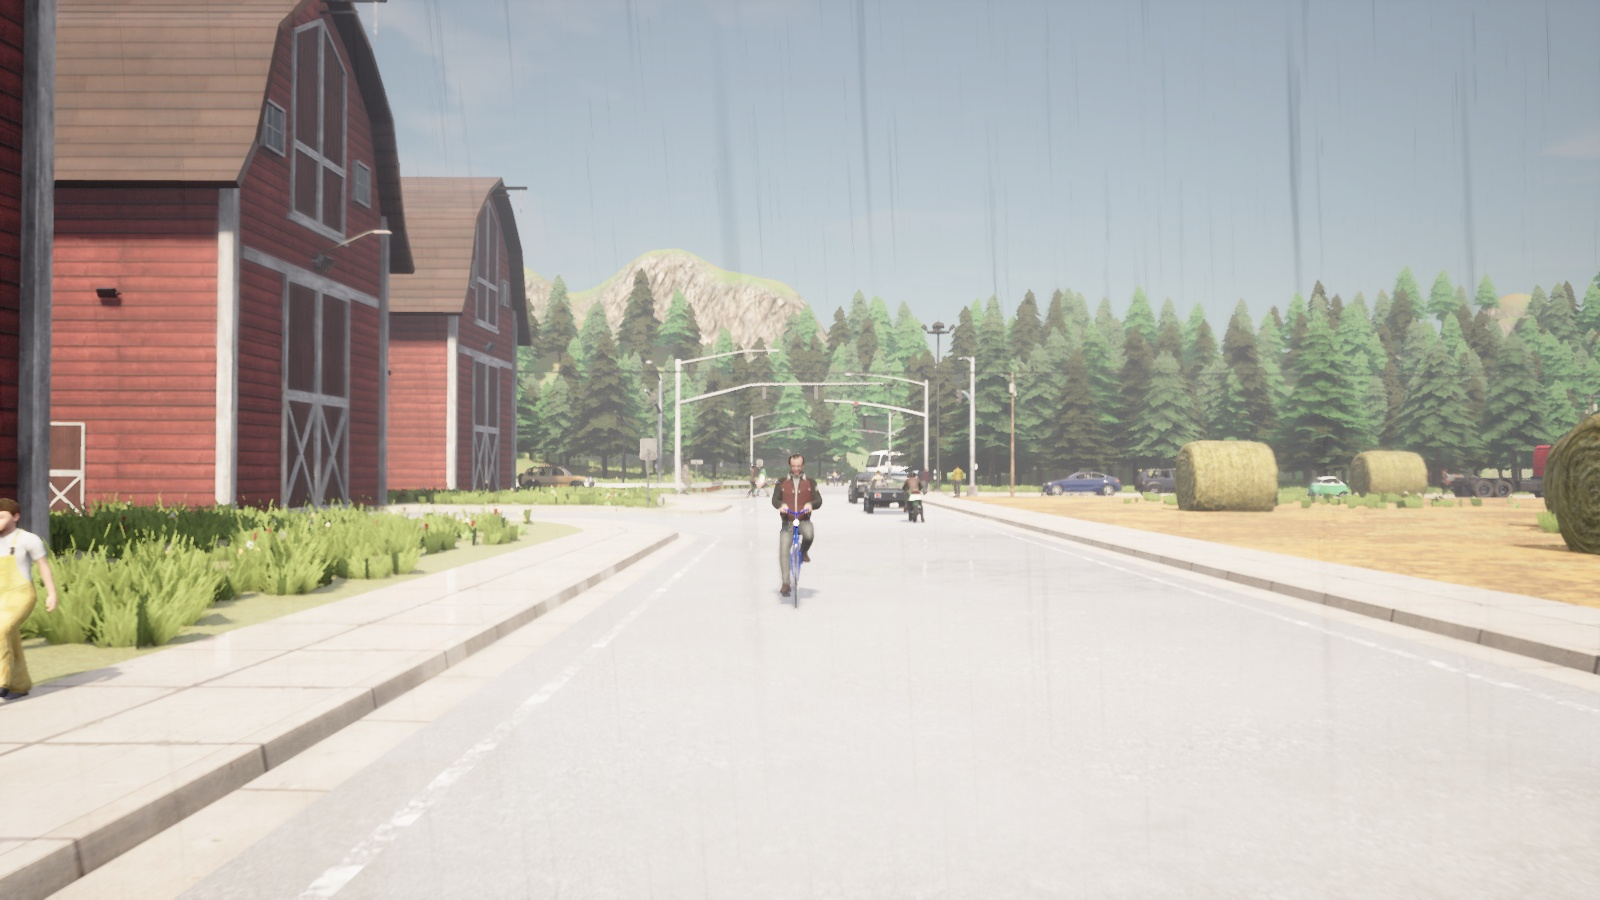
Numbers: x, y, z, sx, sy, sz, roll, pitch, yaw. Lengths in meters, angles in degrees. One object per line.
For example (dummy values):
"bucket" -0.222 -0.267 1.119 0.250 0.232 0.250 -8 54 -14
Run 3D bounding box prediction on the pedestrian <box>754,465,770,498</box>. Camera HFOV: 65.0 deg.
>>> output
"pedestrian" -2.235 1.845 73.707 0.873 1.952 0.659 0 -1 0

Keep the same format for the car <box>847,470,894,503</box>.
"car" 3.351 1.750 60.740 2.007 1.525 4.514 0 -1 0

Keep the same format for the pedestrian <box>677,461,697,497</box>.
"pedestrian" -6.192 1.558 68.730 0.873 1.952 0.659 0 -1 -26

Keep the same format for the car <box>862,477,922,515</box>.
"car" 3.383 1.679 46.960 1.895 1.301 4.718 0 -1 0

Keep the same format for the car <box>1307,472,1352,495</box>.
"car" 32.749 2.051 77.701 2.207 1.376 1.481 -1 -1 1

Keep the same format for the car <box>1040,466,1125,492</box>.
"car" 18.261 1.895 81.431 5.027 1.651 2.152 0 -1 1

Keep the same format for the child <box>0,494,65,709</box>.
"child" -4.770 0.903 7.670 0.270 1.263 0.437 0 -1 6

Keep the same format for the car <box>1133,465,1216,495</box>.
"car" 23.193 1.854 77.853 4.605 1.855 1.932 0 -1 1

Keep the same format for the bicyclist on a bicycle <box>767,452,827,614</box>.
"bicyclist on a bicycle" -0.037 0.929 14.714 0.659 1.776 1.843 0 -1 0

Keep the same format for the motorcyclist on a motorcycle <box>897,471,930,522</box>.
"motorcyclist on a motorcycle" 3.409 1.390 37.963 0.797 1.523 2.044 0 -1 0

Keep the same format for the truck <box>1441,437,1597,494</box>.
"truck" 44.291 0.965 77.538 7.936 3.462 2.891 0 -1 1

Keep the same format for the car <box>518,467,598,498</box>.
"car" -15.101 2.017 78.451 4.605 1.855 1.932 0 -1 1

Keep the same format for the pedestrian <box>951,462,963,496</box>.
"pedestrian" 8.405 1.553 67.079 0.431 1.840 0.709 0 -1 -10

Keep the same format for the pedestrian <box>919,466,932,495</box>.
"pedestrian" 8.025 1.921 80.499 0.634 1.844 0.899 0 -1 -9
